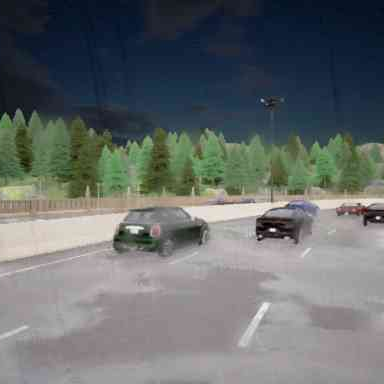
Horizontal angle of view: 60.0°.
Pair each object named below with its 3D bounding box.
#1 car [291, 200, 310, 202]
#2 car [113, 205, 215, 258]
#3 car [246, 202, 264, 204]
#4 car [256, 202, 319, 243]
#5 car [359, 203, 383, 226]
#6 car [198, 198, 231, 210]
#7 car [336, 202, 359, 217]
[{"bbox_3d":[9.995,1.477,30.280,1.882,1.535,5.008,0,0,38],"label":"car"},{"bbox_3d":[-0.996,1.352,13.103,2.097,1.767,4.553,0,0,26],"label":"car"},{"bbox_3d":[7.944,1.525,38.975,1.812,1.442,4.674,0,0,42],"label":"car"},{"bbox_3d":[4.660,1.477,16.298,1.882,1.535,5.008,0,0,30],"label":"car"},{"bbox_3d":[13.067,1.478,22.777,1.882,1.535,5.008,0,-1,36],"label":"car"},{"bbox_3d":[3.068,1.525,44.015,1.812,1.442,4.674,0,0,43],"label":"car"},{"bbox_3d":[15.117,1.600,31.008,1.895,1.301,4.718,0,0,41],"label":"car"}]
